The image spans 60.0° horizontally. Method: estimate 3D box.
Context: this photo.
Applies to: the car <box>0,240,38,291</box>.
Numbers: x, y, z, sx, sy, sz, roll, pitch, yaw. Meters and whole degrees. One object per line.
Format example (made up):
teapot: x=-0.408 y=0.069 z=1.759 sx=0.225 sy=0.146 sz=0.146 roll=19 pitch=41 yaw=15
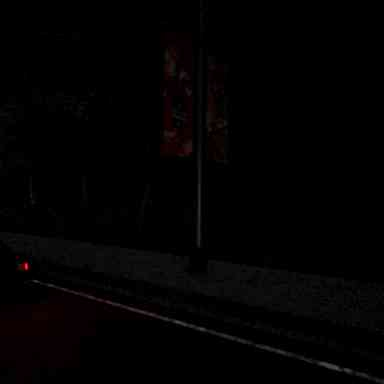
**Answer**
car: x=-5.721 y=1.606 z=7.777 sx=4.718 sy=1.301 sz=1.895 roll=0 pitch=0 yaw=36
